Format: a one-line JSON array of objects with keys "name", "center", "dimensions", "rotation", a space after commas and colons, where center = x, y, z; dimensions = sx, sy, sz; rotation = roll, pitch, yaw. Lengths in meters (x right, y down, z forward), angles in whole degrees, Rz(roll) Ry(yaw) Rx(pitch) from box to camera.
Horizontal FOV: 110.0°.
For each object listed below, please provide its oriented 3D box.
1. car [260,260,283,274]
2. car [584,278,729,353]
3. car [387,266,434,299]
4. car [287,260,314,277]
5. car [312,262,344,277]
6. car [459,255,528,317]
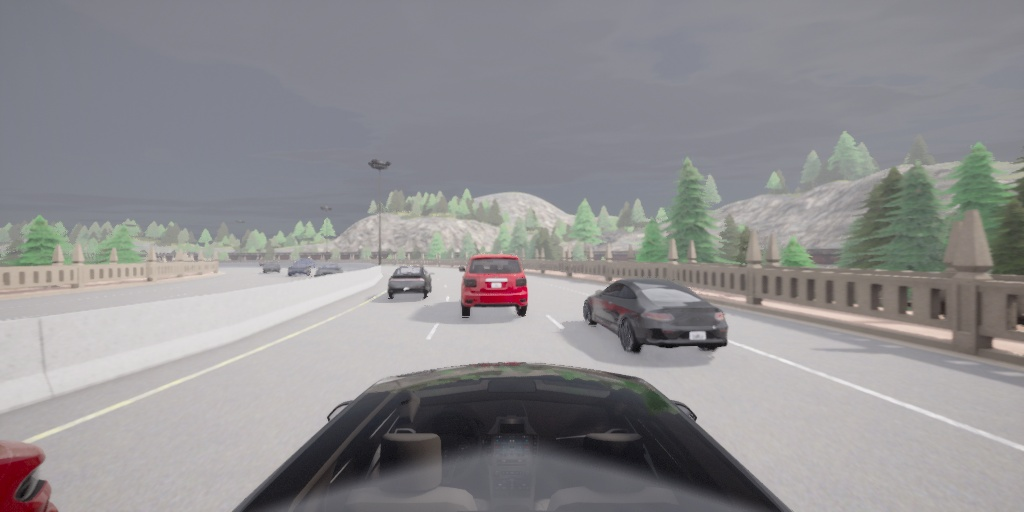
[{"name": "car", "center": [-30.510, 1.511, 45.650], "dimensions": [1.837, 1.490, 4.892], "rotation": [0, -1, -32]}, {"name": "car", "center": [3.147, 1.258, 8.693], "dimensions": [1.812, 1.442, 4.674], "rotation": [0, 0, -4]}, {"name": "car", "center": [-5.100, 1.263, 18.257], "dimensions": [2.128, 1.511, 4.902], "rotation": [0, 0, -10]}, {"name": "car", "center": [-22.401, 1.459, 38.012], "dimensions": [2.033, 1.411, 5.357], "rotation": [0, 0, -25]}, {"name": "car", "center": [-16.249, 1.417, 32.124], "dimensions": [1.994, 1.385, 4.181], "rotation": [0, 0, -20]}, {"name": "car", "center": [-0.784, 0.970, 13.400], "dimensions": [2.150, 2.045, 5.566], "rotation": [0, 0, -7]}]
